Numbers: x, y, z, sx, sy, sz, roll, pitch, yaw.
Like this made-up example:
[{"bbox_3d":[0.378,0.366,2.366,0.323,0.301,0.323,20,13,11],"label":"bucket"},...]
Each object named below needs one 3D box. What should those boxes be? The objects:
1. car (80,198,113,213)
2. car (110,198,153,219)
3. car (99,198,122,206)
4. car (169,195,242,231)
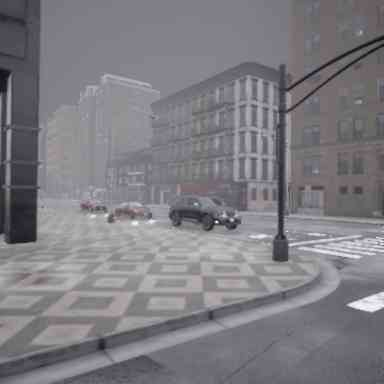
[{"bbox_3d":[-11.116,1.509,37.518,1.882,1.535,5.008,1,-1,-36],"label":"car"},{"bbox_3d":[-5.161,1.551,29.177,1.812,1.442,4.674,1,-1,-35],"label":"car"},{"bbox_3d":[-14.661,1.750,59.500,2.033,1.411,5.357,1,-1,-36],"label":"car"},{"bbox_3d":[0.662,1.243,21.054,2.150,2.045,5.566,1,-1,-36],"label":"car"}]
